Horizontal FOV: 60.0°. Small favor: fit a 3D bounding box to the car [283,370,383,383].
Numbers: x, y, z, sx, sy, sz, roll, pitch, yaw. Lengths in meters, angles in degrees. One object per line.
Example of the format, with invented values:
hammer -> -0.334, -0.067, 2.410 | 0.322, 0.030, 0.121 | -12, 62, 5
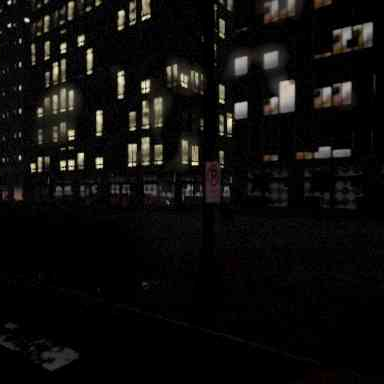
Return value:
car -> 2.403, 1.526, 1.156 | 4.829, 1.417, 1.752 | 0, 0, 36
